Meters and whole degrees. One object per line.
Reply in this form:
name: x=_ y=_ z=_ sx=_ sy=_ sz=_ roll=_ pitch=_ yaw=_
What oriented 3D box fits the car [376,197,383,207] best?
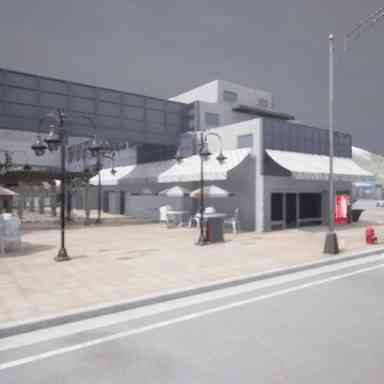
car: x=27.729 y=1.410 z=47.089 sx=3.806 sy=1.475 sz=1.970 roll=0 pitch=0 yaw=-36

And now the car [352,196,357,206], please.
car: x=23.724 y=1.331 z=52.114 sx=5.027 sy=1.636 sz=2.152 roll=0 pitch=0 yaw=-36

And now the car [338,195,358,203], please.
car: x=32.989 y=1.471 z=70.236 sx=4.514 sy=1.523 sz=2.007 roll=0 pitch=0 yaw=-36
